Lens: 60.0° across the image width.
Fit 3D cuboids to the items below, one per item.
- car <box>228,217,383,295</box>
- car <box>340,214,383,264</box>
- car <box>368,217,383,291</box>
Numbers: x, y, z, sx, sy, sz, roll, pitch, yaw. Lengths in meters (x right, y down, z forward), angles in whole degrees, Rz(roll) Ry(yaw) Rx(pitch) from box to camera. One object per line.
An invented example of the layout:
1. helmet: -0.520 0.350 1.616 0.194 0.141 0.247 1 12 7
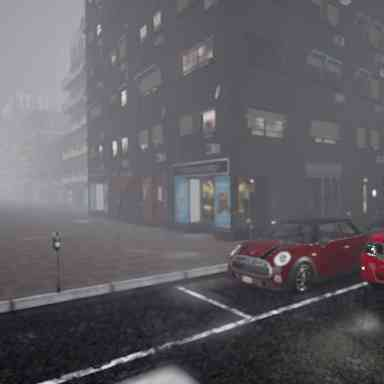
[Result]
1. car: 2.860 1.429 8.613 4.097 1.590 1.967 0 -1 -35
2. car: 7.422 1.547 11.864 4.313 1.339 1.947 0 -1 -35
3. car: 6.285 1.207 7.856 5.566 2.045 2.150 0 0 -35
